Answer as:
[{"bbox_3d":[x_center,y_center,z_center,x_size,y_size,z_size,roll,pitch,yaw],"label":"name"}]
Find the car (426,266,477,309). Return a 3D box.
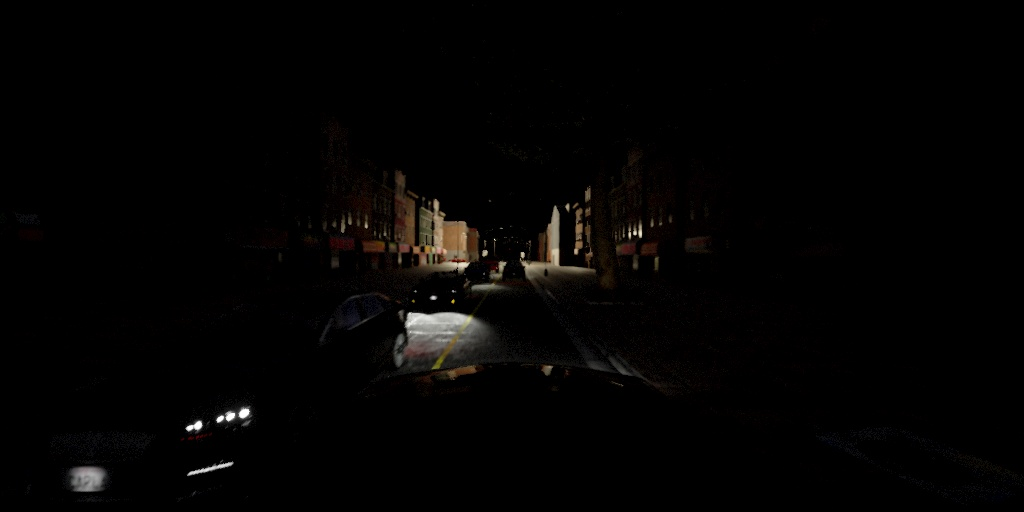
[{"bbox_3d":[-2.804,1.306,14.825,1.994,1.385,4.181,0,0,0],"label":"car"}]

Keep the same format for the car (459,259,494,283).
[{"bbox_3d":[-2.689,1.218,28.183,1.882,1.535,5.008,0,0,1],"label":"car"}]

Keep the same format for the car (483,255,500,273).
[{"bbox_3d":[-2.615,0.951,43.107,2.150,2.045,5.566,0,0,0],"label":"car"}]

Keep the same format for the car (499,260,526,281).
[{"bbox_3d":[0.164,1.226,29.946,1.882,1.535,5.008,0,0,0],"label":"car"}]

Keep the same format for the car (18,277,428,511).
[{"bbox_3d":[-2.845,1.233,4.861,2.128,1.511,4.902,0,0,0],"label":"car"}]
